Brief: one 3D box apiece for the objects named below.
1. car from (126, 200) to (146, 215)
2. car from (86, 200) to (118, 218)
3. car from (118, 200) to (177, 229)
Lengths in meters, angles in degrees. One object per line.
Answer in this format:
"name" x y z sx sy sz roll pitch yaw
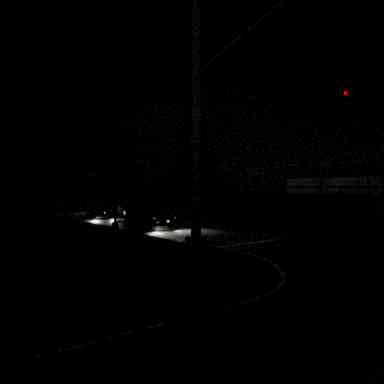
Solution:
"car" -5.946 1.564 34.922 1.994 1.385 4.181 0 0 -11
"car" -8.378 1.505 30.099 1.837 1.490 4.892 0 0 -26
"car" -2.846 1.505 21.858 1.837 1.490 4.892 0 0 -36
